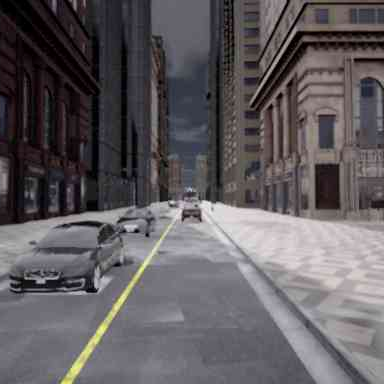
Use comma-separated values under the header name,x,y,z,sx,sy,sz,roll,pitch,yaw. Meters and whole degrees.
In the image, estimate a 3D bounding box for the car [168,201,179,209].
name,x,y,z,sx,sy,sz,roll,pitch,yaw
car,-3.298,2.337,61.639,2.033,1.411,5.357,0,-1,0

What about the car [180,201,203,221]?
name,x,y,z,sx,sy,sz,roll,pitch,yaw
car,-0.038,1.877,30.959,1.837,1.490,4.892,0,0,0

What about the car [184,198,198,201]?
name,x,y,z,sx,sy,sz,roll,pitch,yaw
car,-0.094,1.756,43.916,2.150,2.045,5.566,0,0,0

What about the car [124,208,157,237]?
name,x,y,z,sx,sy,sz,roll,pitch,yaw
car,-3.170,1.729,19.606,2.128,1.511,4.902,0,-1,0

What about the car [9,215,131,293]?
name,x,y,z,sx,sy,sz,roll,pitch,yaw
car,-3.135,1.620,9.274,1.837,1.490,4.892,0,-1,-1
